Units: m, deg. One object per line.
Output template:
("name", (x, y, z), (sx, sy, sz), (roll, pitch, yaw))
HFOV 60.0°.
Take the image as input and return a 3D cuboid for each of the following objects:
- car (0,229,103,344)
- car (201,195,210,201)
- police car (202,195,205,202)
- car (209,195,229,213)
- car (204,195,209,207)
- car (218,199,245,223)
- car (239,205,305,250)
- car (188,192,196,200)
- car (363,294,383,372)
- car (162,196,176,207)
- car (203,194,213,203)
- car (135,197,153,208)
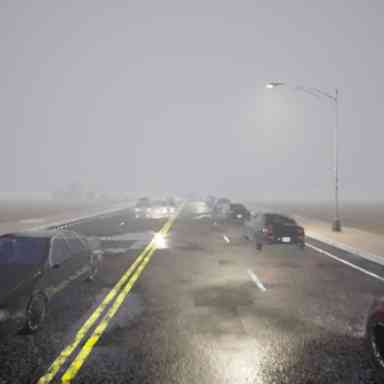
("car", (-3.348, 1.536, 6.930), (2.033, 1.411, 5.357), (0, 0, 0))
("car", (3.271, 1.445, 80.170), (1.895, 1.301, 4.718), (0, 0, 0))
("police car", (3.265, 1.402, 58.141), (2.038, 1.542, 4.974), (0, 0, 0))
("car", (3.259, 1.369, 36.140), (2.033, 1.649, 4.856), (0, 0, 0))
("car", (3.262, 1.421, 47.170), (2.163, 1.488, 4.792), (0, 0, 0))
("car", (3.257, 1.483, 25.141), (1.812, 1.442, 4.674), (0, 0, 0))
("car", (3.348, 1.502, 14.073), (1.812, 1.442, 4.674), (0, 0, 0))
("car", (0.023, 0.976, 90.004), (2.150, 2.045, 5.566), (0, 0, 0))
("car", (3.351, 1.559, 2.874), (1.994, 1.385, 4.181), (0, 0, 0))
("car", (-3.320, 1.407, 48.063), (2.128, 1.511, 4.902), (0, 0, 0))
("car", (3.268, 1.328, 69.330), (1.801, 1.575, 5.366), (0, 0, 0))
("car", (-6.571, 1.446, 46.005), (1.812, 1.442, 4.674), (0, 0, 0))
